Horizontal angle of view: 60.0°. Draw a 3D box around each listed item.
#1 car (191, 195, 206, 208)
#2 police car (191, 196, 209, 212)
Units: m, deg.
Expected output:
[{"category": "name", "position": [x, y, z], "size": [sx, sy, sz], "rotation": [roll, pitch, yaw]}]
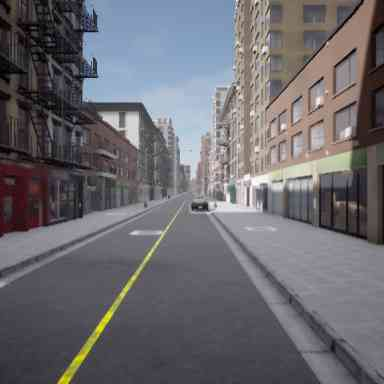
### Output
[{"category": "car", "position": [0.897, 1.328, 48.294], "size": [2.097, 1.767, 4.553], "rotation": [0, 0, 0]}, {"category": "police car", "position": [0.900, 1.411, 38.436], "size": [1.930, 1.638, 5.238], "rotation": [0, 0, 0]}]
